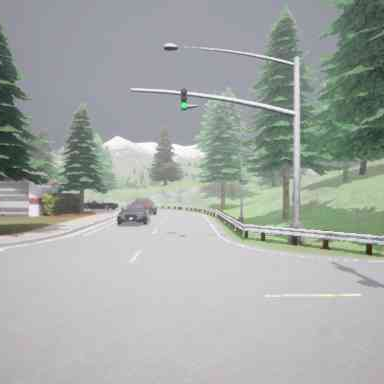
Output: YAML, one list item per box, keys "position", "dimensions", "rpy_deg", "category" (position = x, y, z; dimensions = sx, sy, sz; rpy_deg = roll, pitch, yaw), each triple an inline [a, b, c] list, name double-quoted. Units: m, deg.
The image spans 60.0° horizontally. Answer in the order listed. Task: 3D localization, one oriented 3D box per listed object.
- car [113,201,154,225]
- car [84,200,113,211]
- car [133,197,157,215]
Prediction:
- position: [-4.102, 1.561, 23.888]
  dimensions: [1.994, 1.385, 4.181]
  rpy_deg: [0, 0, -2]
  category: "car"
- position: [-11.590, 1.603, 41.383]
  dimensions: [4.718, 1.301, 1.895]
  rpy_deg: [0, 0, 14]
  category: "car"
- position: [-4.981, 1.348, 33.674]
  dimensions: [2.097, 1.767, 4.553]
  rpy_deg: [0, 0, -19]
  category: "car"
